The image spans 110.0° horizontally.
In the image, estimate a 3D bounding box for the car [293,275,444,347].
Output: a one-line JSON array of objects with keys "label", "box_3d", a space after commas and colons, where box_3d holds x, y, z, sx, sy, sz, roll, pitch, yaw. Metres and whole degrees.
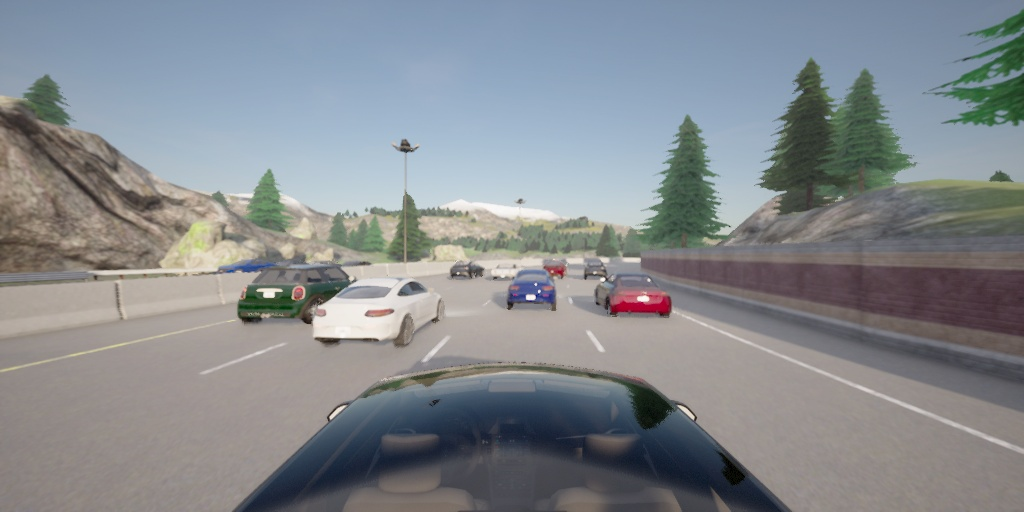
[{"label": "car", "box_3d": [-3.095, 1.244, 9.123, 1.812, 1.442, 4.674, 0, 0, 3]}]

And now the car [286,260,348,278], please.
[{"label": "car", "box_3d": [-17.685, 1.151, 32.880, 2.033, 1.411, 5.357, 0, 0, 12]}]

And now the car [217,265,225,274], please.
[{"label": "car", "box_3d": [-24.693, 1.059, 33.514, 1.882, 1.535, 5.008, 0, 0, 12]}]

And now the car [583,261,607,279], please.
[{"label": "car", "box_3d": [7.320, 1.174, 31.532, 2.128, 1.511, 4.902, 0, 0, 13]}]

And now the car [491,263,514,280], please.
[{"label": "car", "box_3d": [-0.248, 1.265, 29.903, 1.895, 1.301, 4.718, 0, 0, 12]}]

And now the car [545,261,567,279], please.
[{"label": "car", "box_3d": [3.872, 1.148, 32.146, 1.882, 1.535, 5.008, 0, 0, 13]}]

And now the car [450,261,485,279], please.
[{"label": "car", "box_3d": [-3.699, 1.144, 30.373, 2.128, 1.511, 4.902, 0, 0, 12]}]

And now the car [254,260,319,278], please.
[{"label": "car", "box_3d": [-21.061, 1.159, 33.847, 2.033, 1.411, 5.357, 0, 0, 12]}]

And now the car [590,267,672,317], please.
[{"label": "car", "box_3d": [4.248, 1.292, 13.117, 1.994, 1.385, 4.181, 0, 0, 5]}]

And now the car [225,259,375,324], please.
[{"label": "car", "box_3d": [-6.379, 1.053, 11.757, 2.097, 1.767, 4.553, 0, 0, 4]}]

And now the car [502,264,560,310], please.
[{"label": "car", "box_3d": [0.859, 1.240, 14.519, 1.812, 1.442, 4.674, 0, 0, 6]}]
